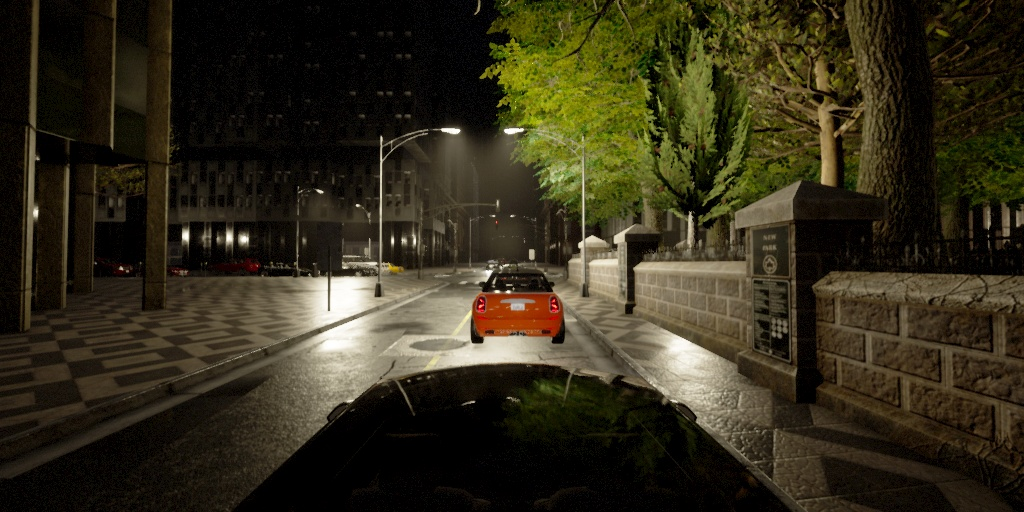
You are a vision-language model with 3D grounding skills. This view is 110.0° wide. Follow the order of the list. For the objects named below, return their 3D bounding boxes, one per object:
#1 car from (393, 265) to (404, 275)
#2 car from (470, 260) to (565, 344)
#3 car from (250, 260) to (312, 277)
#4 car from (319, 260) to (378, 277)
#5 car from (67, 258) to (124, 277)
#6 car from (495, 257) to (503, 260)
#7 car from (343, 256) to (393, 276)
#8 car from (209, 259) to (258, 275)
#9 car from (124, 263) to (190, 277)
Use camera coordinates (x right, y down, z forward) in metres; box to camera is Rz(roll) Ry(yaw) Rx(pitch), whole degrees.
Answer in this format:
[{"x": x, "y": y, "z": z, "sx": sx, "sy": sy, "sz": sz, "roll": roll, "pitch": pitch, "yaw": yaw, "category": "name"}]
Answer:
[{"x": -14.602, "y": 1.418, "z": 40.060, "sx": 4.829, "sy": 1.417, "sz": 1.751, "roll": 0, "pitch": 0, "yaw": 1, "category": "car"}, {"x": 0.129, "y": 1.105, "z": 9.759, "sx": 2.097, "sy": 1.767, "sz": 4.553, "roll": 0, "pitch": 0, "yaw": 0, "category": "car"}, {"x": -20.021, "y": 1.284, "z": 31.590, "sx": 4.313, "sy": 1.339, "sz": 1.948, "roll": 0, "pitch": 0, "yaw": 1, "category": "car"}, {"x": -14.508, "y": 1.261, "z": 31.535, "sx": 4.403, "sy": 1.370, "sz": 2.007, "roll": 0, "pitch": 0, "yaw": 1, "category": "car"}, {"x": -36.559, "y": 1.055, "z": 31.755, "sx": 5.009, "sy": 1.841, "sz": 2.192, "roll": 0, "pitch": 0, "yaw": 1, "category": "car"}, {"x": -2.860, "y": 1.321, "z": 52.965, "sx": 2.128, "sy": 1.511, "sz": 4.902, "roll": 0, "pitch": 0, "yaw": 1, "category": "car"}, {"x": -14.720, "y": 0.989, "z": 34.220, "sx": 5.566, "sy": 2.045, "sz": 2.150, "roll": 0, "pitch": -1, "yaw": 1, "category": "car"}, {"x": -30.969, "y": 1.229, "z": 40.223, "sx": 5.009, "sy": 1.841, "sz": 2.192, "roll": 0, "pitch": 0, "yaw": 1, "category": "car"}, {"x": -31.047, "y": 1.315, "z": 31.700, "sx": 4.207, "sy": 1.307, "sz": 1.802, "roll": 0, "pitch": 0, "yaw": 1, "category": "car"}]
